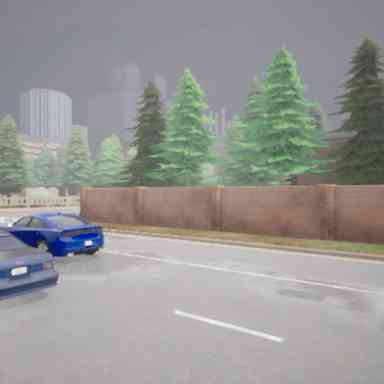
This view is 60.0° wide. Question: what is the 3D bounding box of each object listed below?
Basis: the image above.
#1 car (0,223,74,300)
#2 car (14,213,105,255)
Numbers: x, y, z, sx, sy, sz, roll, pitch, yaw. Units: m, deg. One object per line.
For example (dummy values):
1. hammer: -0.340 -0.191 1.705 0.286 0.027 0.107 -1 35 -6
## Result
1. car: -5.340 1.554 7.801 5.357 1.411 2.033 0 0 36
2. car: -5.329 1.486 12.092 5.008 1.535 1.882 0 0 36
